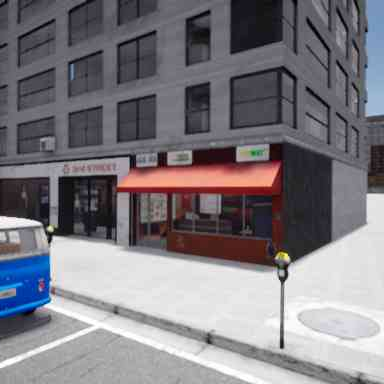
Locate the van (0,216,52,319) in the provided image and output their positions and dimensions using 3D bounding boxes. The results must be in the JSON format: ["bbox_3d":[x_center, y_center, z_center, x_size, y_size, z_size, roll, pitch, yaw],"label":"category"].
[{"bbox_3d":[-4.325,1.308,6.164,3.998,1.788,1.690,0,0,36],"label":"van"}]
